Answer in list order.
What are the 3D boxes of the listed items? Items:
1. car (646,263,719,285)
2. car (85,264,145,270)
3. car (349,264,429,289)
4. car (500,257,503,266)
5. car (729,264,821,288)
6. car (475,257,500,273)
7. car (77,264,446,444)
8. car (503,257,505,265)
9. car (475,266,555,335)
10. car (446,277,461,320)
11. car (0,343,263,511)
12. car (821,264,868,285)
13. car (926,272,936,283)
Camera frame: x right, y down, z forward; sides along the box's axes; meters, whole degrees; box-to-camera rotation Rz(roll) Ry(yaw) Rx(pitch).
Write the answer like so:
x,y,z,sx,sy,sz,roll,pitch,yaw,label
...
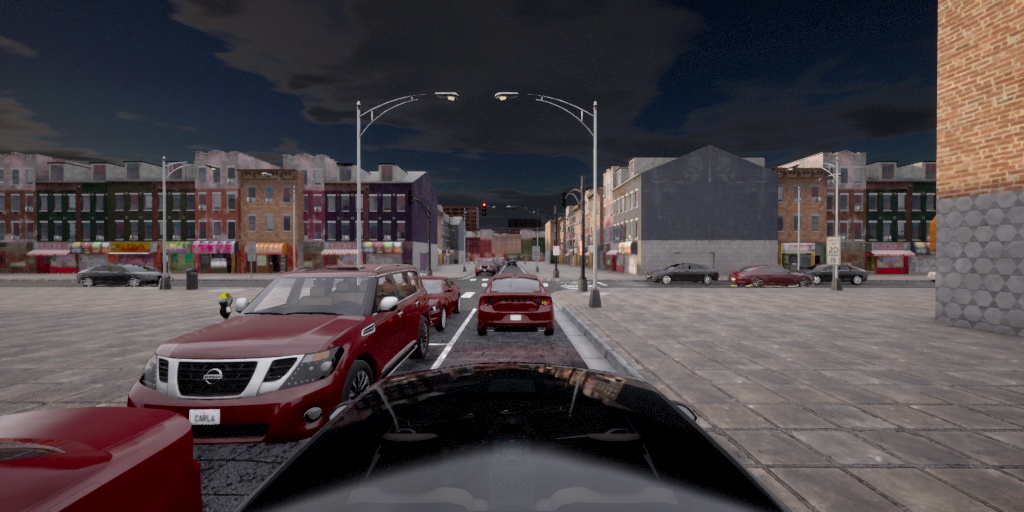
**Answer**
x,y,z,sx,sy,sz,roll,pitch,yaw,label
12.210,1.264,25.812,4.892,1.490,1.837,0,0,0,car
-24.652,1.247,22.902,4.892,1.490,1.837,0,0,0,car
-7.887,1.280,23.334,4.674,1.442,1.812,0,1,-7,car
-2.673,1.081,48.295,2.192,1.841,5.009,0,0,0,car
16.404,1.311,22.861,4.674,1.442,1.812,0,0,0,car
-2.665,1.072,37.441,2.192,1.841,5.009,0,0,0,car
-2.641,1.064,5.598,2.192,1.841,5.009,0,0,0,car
-2.684,1.337,64.575,2.007,1.370,4.403,0,0,0,car
0.090,1.227,10.496,1.882,1.535,5.008,0,0,0,car
-2.645,1.294,11.032,1.888,1.381,4.507,0,0,0,car
-2.638,1.295,0.164,1.888,1.381,4.507,0,0,0,car
22.614,1.279,25.802,4.892,1.490,1.837,0,0,0,car
33.063,1.393,25.783,4.718,1.301,1.895,0,0,0,car
